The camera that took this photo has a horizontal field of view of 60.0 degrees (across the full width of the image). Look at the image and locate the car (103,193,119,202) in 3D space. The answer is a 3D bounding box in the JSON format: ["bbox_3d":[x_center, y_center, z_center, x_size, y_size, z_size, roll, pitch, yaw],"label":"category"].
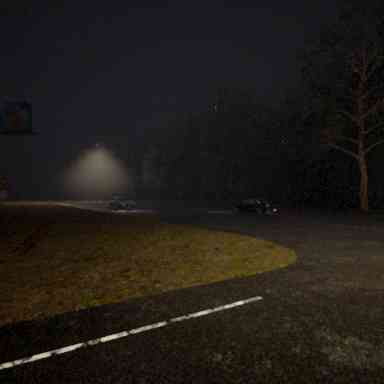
[{"bbox_3d":[-14.419,0.972,60.054,2.097,1.767,4.553,0,0,-34],"label":"car"}]

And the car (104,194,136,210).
[{"bbox_3d":[-8.105,1.291,38.263,1.812,1.442,4.674,0,0,-34],"label":"car"}]

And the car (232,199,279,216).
[{"bbox_3d":[5.700,1.340,30.371,2.128,1.511,4.902,0,0,-34],"label":"car"}]
